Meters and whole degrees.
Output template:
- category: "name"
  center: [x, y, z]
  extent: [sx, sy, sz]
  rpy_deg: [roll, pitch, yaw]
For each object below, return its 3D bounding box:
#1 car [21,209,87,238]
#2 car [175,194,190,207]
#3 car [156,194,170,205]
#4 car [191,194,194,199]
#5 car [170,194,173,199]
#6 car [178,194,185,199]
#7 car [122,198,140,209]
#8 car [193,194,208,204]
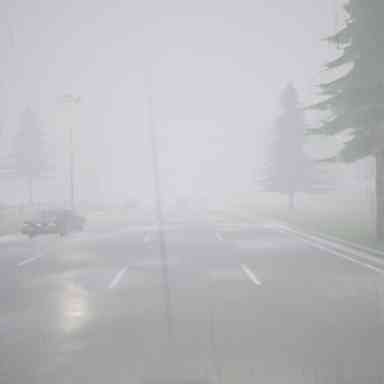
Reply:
- category: "car"
  center: [-7.414, 1.637, 18.435]
  extent: [2.033, 1.411, 5.357]
  rpy_deg: [-1, 0, -2]
- category: "car"
  center: [-1.415, 1.384, 48.123]
  extent: [1.837, 1.490, 4.892]
  rpy_deg: [-1, 1, -1]
- category: "car"
  center: [-5.307, 1.447, 59.227]
  extent: [1.812, 1.442, 4.674]
  rpy_deg: [-1, 0, -2]
- category: "car"
  center: [0.580, 1.218, 94.337]
  extent: [1.812, 1.442, 4.674]
  rpy_deg: [-1, 0, -2]
- category: "car"
  center: [-6.448, 1.310, 95.122]
  extent: [1.882, 1.535, 5.008]
  rpy_deg: [-1, 0, -2]
- category: "car"
  center: [-2.929, 1.303, 94.584]
  extent: [2.033, 1.411, 5.357]
  rpy_deg: [-1, 0, -2]
- category: "car"
  center: [-8.369, 1.571, 46.094]
  extent: [2.033, 1.411, 5.357]
  rpy_deg: [-1, 0, -1]
- category: "car"
  center: [1.692, 1.259, 59.292]
  extent: [1.882, 1.535, 5.008]
  rpy_deg: [-1, 0, -2]
